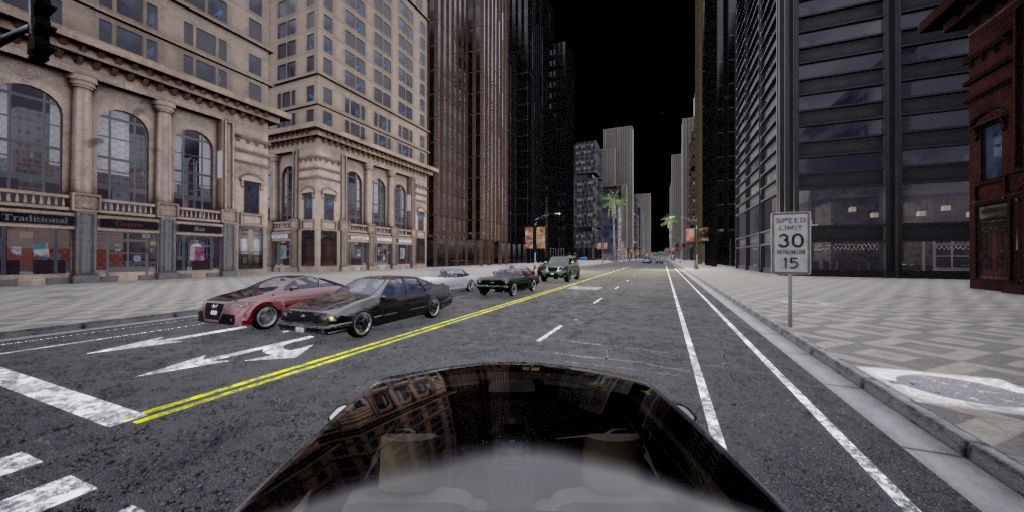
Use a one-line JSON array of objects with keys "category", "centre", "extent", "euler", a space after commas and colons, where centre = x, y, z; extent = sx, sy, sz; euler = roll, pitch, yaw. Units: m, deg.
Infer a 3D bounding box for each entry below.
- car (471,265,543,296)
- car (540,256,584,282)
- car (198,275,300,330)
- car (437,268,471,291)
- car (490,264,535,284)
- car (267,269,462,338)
[{"category": "car", "centre": [-0.102, 1.358, 19.502], "extent": [1.895, 1.301, 4.718], "euler": [0, 0, 23]}, {"category": "car", "centre": [4.065, 0.987, 29.354], "extent": [2.150, 2.045, 5.566], "euler": [0, 0, 23]}, {"category": "car", "centre": [-7.092, 1.316, 11.297], "extent": [1.994, 1.385, 4.181], "euler": [0, 0, 23]}, {"category": "car", "centre": [-3.687, 1.357, 19.370], "extent": [1.895, 1.301, 4.718], "euler": [0, 0, 23]}, {"category": "car", "centre": [0.191, 1.364, 28.545], "extent": [1.895, 1.301, 4.718], "euler": [0, 0, 23]}, {"category": "car", "centre": [-3.834, 1.299, 10.669], "extent": [2.033, 1.411, 5.357], "euler": [0, 0, 23]}]
